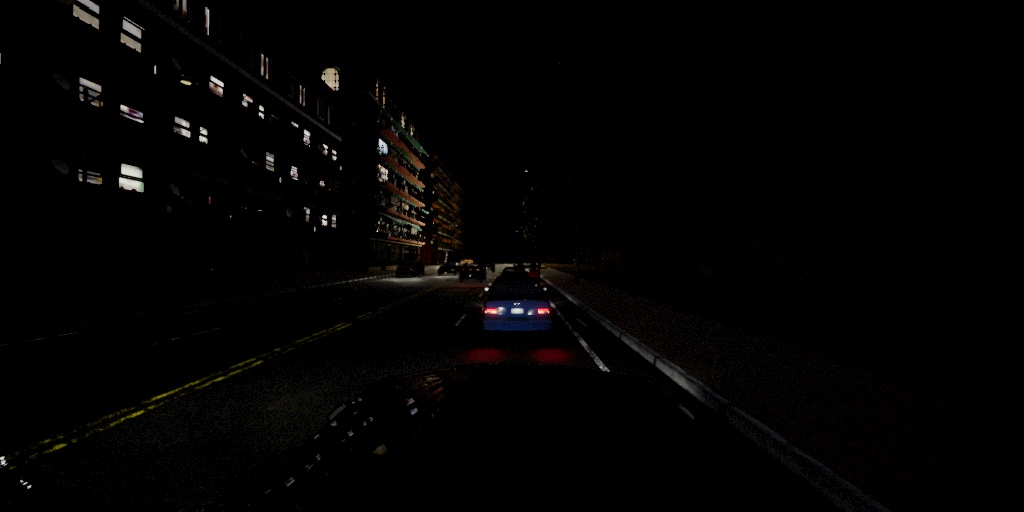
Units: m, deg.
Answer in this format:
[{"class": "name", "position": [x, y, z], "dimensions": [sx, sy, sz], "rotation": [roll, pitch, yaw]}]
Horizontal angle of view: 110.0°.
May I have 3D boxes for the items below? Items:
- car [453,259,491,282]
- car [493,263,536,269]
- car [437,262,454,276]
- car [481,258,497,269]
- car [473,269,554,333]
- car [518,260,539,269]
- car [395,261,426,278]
[{"class": "car", "position": [-3.097, 1.245, 29.078], "dimensions": [2.128, 1.511, 4.902], "rotation": [0, 0, 0]}, {"class": "car", "position": [0.131, 1.317, 20.994], "dimensions": [1.994, 1.385, 4.181], "rotation": [0, 0, 1]}, {"class": "car", "position": [-6.533, 1.301, 38.005], "dimensions": [2.033, 1.411, 5.357], "rotation": [0, 0, 0]}, {"class": "car", "position": [-3.064, 1.258, 44.974], "dimensions": [1.837, 1.490, 4.892], "rotation": [0, 0, 0]}, {"class": "car", "position": [0.119, 1.299, 10.661], "dimensions": [2.033, 1.411, 5.357], "rotation": [0, 0, 0]}, {"class": "car", "position": [1.192, 1.105, 29.928], "dimensions": [2.097, 1.767, 4.553], "rotation": [0, 0, 0]}, {"class": "car", "position": [-9.786, 1.231, 34.799], "dimensions": [1.882, 1.535, 5.008], "rotation": [0, 0, 0]}]
